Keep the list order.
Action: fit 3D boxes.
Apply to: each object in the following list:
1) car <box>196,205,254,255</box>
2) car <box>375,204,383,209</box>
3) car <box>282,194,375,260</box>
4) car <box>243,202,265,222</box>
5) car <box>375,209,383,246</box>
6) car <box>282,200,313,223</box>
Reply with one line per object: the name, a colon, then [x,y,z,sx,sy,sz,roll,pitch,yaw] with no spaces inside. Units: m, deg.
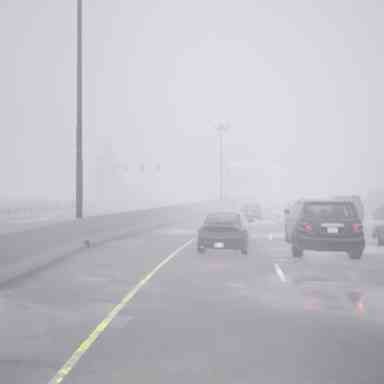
car: [1.389,1.514,13.431,1.837,1.490,4.892,0,0,12]
car: [15.156,1.561,25.069,2.033,1.411,5.357,0,0,15]
car: [4.825,1.256,12.762,2.150,2.045,5.566,0,0,12]
car: [4.992,1.561,27.705,2.033,1.411,5.357,0,0,15]
car: [8.249,1.561,12.034,2.033,1.411,5.357,0,0,12]
car: [8.380,1.493,26.826,2.128,1.511,4.902,0,0,15]
